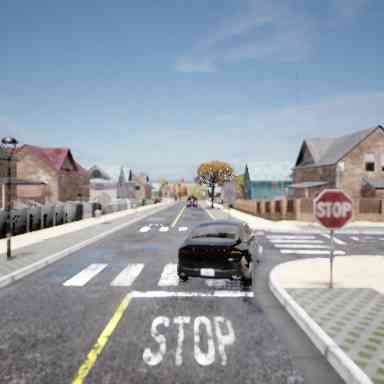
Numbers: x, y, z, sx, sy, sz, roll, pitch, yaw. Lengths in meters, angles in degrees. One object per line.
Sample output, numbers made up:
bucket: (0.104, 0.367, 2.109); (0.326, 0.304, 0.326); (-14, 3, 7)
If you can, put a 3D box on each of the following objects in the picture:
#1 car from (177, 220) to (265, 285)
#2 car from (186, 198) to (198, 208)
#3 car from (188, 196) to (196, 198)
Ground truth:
car: (0.986, 1.579, 9.822); (1.837, 1.490, 4.892); (-1, -1, 15)
car: (-0.003, 2.144, 59.076); (1.895, 1.301, 4.718); (0, -1, 0)
car: (-0.003, 1.779, 69.101); (2.150, 2.045, 5.566); (0, -1, 0)
